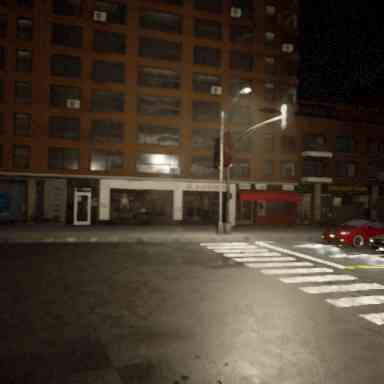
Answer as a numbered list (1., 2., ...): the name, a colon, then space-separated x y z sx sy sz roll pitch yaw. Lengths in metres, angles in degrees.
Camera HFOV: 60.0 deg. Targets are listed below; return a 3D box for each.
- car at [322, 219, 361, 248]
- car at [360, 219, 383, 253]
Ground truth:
1. car: 9.124 2.147 17.721 4.181 1.385 1.994 2 -1 -17
2. car: 10.574 2.110 14.750 5.357 1.411 2.033 2 -1 -15
